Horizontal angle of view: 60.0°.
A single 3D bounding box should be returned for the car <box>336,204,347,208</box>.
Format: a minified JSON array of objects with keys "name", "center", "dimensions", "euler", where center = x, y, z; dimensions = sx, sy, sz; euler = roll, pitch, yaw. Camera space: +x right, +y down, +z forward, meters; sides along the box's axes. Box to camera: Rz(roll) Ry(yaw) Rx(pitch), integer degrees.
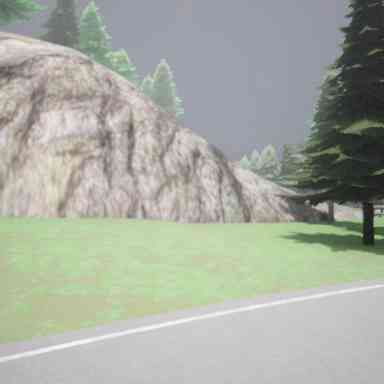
[{"name":"car","center":[22.725,1.653,48.740],"dimensions":[1.812,1.442,4.674],"euler":[0,0,-6]}]
